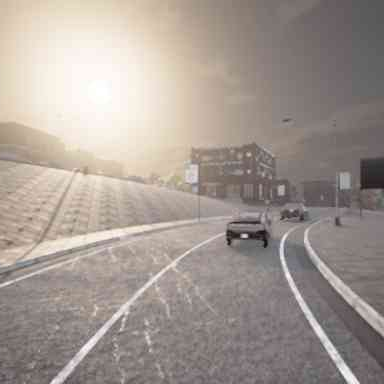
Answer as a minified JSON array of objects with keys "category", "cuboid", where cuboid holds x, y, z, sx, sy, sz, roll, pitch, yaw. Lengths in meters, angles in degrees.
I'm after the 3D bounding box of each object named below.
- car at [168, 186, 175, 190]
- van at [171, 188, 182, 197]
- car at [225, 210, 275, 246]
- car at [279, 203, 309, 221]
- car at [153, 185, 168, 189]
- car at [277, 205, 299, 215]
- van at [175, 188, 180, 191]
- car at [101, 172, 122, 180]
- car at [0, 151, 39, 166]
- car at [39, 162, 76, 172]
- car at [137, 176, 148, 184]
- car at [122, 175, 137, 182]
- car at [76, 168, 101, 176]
[{"category":"car","cuboid":[-6.231,-0.434,77.056,2.002,1.452,4.674,0,-4,12]},{"category":"van","cuboid":[-4.150,0.174,88.056,1.878,1.987,4.442,0,-5,10]},{"category":"car","cuboid":[2.846,1.613,15.924,2.128,1.511,4.902,-1,-1,17]},{"category":"car","cuboid":[10.166,1.831,32.726,2.097,1.767,4.553,-1,-2,26]},{"category":"car","cuboid":[-7.408,-0.831,71.654,2.002,1.452,4.674,0,-4,13]},{"category":"car","cuboid":[14.101,2.570,48.665,2.033,1.411,5.357,-1,-2,27]},{"category":"van","cuboid":[-5.107,-0.269,82.619,1.878,1.987,4.442,0,-4,11]},{"category":"car","cuboid":[-13.236,-2.238,50.191,2.231,1.521,4.892,-1,-3,18]},{"category":"car","cuboid":[-18.779,-3.217,34.503,2.185,1.767,4.553,-1,-3,22]},{"category":"car","cuboid":[-16.770,-2.771,39.851,2.163,1.488,4.792,-1,-3,21]},{"category":"car","cuboid":[-10.057,-1.847,60.974,2.435,2.045,5.566,0,-3,16]},{"category":"car","cuboid":[-11.594,-2.053,55.581,2.185,1.767,4.553,0,-3,17]},{"category":"car","cuboid":[-14.932,-2.479,45.047,2.002,1.452,4.674,-1,-3,19]}]
